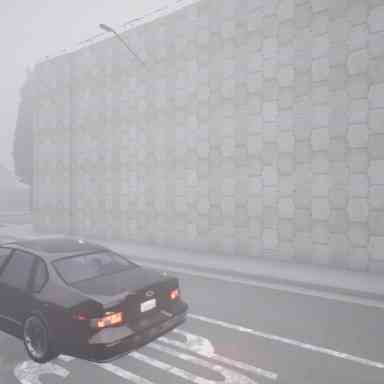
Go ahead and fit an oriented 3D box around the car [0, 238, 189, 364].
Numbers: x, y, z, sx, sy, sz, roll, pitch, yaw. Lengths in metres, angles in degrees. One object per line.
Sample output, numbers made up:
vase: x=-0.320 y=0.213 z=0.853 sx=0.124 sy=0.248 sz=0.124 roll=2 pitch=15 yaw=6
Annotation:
car: x=-2.628 y=1.547 z=5.852 sx=5.357 sy=1.411 sz=2.033 roll=0 pitch=0 yaw=35
